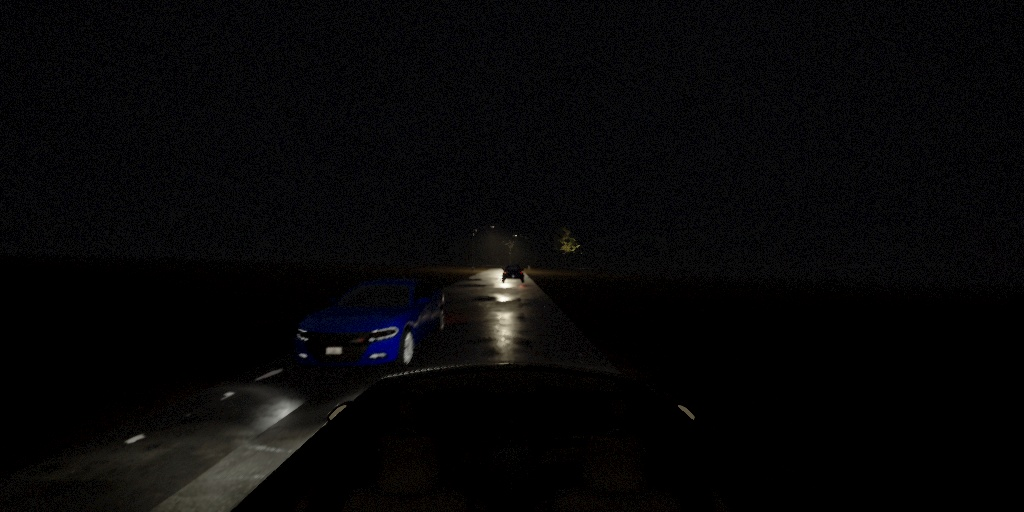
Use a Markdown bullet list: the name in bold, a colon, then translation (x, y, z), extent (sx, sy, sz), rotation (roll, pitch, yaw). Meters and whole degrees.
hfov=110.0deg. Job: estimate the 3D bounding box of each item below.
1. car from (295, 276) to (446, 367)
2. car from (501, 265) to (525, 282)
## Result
- **car**: translation (-2.803, 1.263, 8.189), extent (1.882, 1.535, 5.008), rotation (0, -1, 0)
- **car**: translation (0.111, 1.509, 31.278), extent (1.812, 1.442, 4.674), rotation (0, -1, 0)
